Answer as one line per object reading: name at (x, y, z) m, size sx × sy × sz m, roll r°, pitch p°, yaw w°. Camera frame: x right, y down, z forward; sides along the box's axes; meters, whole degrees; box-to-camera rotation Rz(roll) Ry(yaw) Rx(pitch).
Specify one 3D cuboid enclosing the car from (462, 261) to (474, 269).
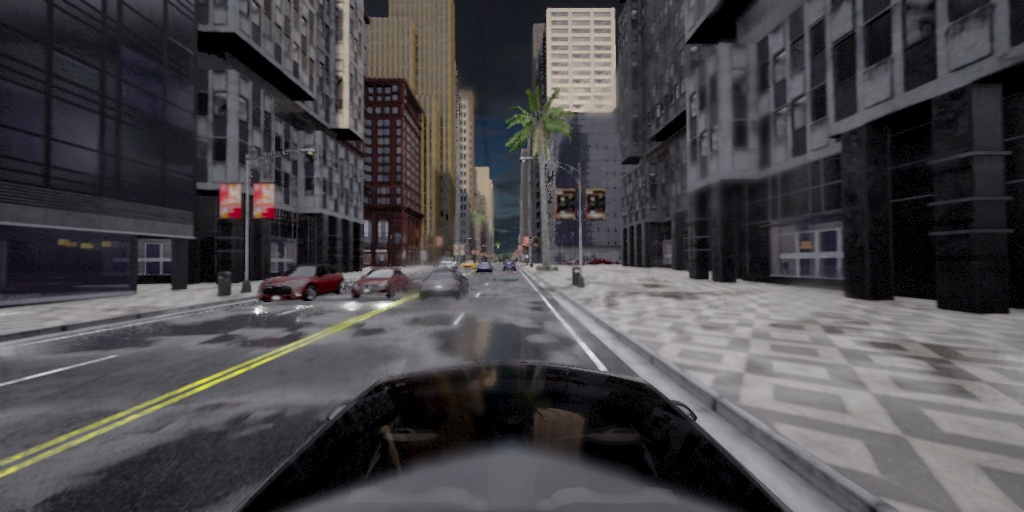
car at (-7.070, 1.472, 58.647) m, size 1.882 × 1.535 × 5.008 m, roll 0°, pitch 0°, yaw 0°

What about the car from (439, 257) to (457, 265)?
car at (-10.314, 1.235, 58.158) m, size 2.150 × 2.045 × 5.566 m, roll 0°, pitch 0°, yaw 0°

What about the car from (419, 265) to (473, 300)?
car at (-3.287, 1.355, 18.030) m, size 1.994 × 1.385 × 4.181 m, roll 0°, pitch 0°, yaw -1°

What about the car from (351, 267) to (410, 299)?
car at (-6.739, 1.341, 18.886) m, size 1.812 × 1.442 × 4.674 m, roll 0°, pitch 0°, yaw -1°

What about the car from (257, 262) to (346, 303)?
car at (-9.979, 1.185, 17.391) m, size 2.097 × 1.767 × 4.553 m, roll 0°, pitch 0°, yaw -1°

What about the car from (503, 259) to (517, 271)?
car at (-0.368, 1.436, 52.983) m, size 1.812 × 1.442 × 4.674 m, roll 0°, pitch 0°, yaw -1°

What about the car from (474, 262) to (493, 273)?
car at (-3.567, 1.461, 47.659) m, size 1.994 × 1.385 × 4.181 m, roll 0°, pitch 0°, yaw -1°
